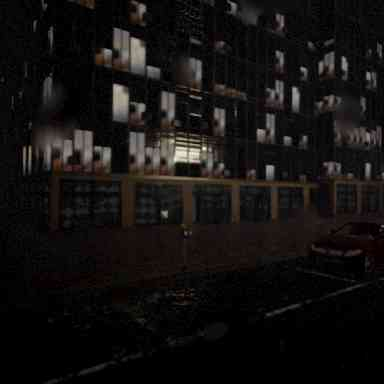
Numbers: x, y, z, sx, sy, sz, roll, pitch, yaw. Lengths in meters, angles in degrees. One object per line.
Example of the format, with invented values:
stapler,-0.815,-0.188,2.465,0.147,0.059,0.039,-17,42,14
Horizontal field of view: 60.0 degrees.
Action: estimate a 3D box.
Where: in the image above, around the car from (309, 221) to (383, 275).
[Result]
car,5.450,1.580,10.433,4.206,1.307,1.802,0,1,-35
